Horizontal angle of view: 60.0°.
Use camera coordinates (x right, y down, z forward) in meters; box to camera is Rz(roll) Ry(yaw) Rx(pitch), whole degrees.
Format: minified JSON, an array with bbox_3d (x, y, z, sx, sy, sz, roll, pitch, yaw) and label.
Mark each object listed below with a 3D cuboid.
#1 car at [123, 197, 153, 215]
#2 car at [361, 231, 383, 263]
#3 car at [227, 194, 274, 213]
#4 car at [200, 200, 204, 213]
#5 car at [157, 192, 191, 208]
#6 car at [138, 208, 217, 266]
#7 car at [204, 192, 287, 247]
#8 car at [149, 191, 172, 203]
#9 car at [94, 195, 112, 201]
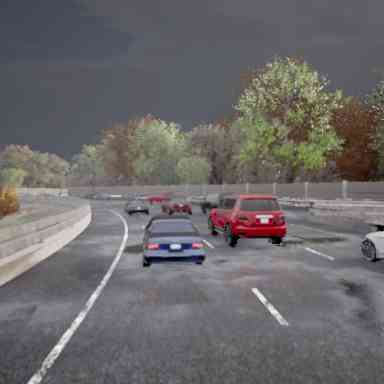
[{"bbox_3d":[-5.402,1.419,31.911,1.994,1.385,4.181,0,0,-18],"label":"car"},{"bbox_3d":[6.488,1.463,8.807,1.812,1.442,4.674,0,0,-5],"label":"car"},{"bbox_3d":[6.017,1.105,34.619,2.097,1.767,4.553,0,0,-41],"label":"car"},{"bbox_3d":[2.464,1.054,30.281,2.150,2.045,5.566,0,-1,-16],"label":"car"},{"bbox_3d":[-1.597,1.199,31.471,2.097,1.767,4.553,0,0,-17],"label":"car"},{"bbox_3d":[-0.739,1.492,11.358,2.033,1.411,5.357,0,0,-7],"label":"car"},{"bbox_3d":[2.254,1.140,14.905,2.150,2.045,5.566,0,0,-9],"label":"car"},{"bbox_3d":[-4.497,0.907,49.029,2.150,2.045,5.566,-1,0,-32],"label":"car"},{"bbox_3d":[-19.016,1.237,70.960,2.033,1.411,5.357,0,0,-40],"label":"car"}]
